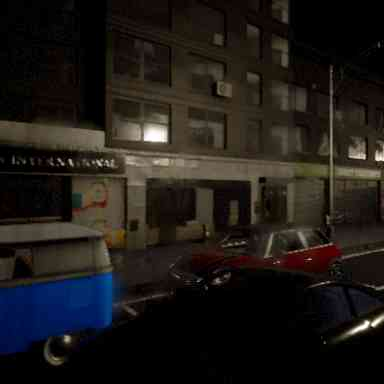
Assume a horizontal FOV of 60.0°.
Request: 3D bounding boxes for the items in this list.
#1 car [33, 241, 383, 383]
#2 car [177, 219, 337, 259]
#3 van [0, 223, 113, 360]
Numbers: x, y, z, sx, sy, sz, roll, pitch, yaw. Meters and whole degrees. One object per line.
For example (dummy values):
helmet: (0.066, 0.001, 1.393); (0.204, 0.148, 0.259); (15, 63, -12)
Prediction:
car: (0.768, 1.567, 3.609); (4.181, 1.385, 1.994); (0, 0, -36)
car: (1.434, 1.445, 7.211); (4.097, 1.590, 1.967); (0, 0, -35)
van: (-2.972, 1.341, 4.068); (3.998, 1.788, 1.690); (0, 0, -35)
